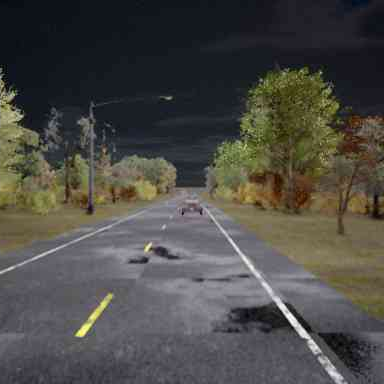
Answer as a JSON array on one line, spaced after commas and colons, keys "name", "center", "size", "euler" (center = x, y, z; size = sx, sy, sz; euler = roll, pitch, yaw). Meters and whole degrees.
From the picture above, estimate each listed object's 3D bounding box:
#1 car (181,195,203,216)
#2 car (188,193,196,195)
[{"name": "car", "center": [0.005, 1.241, 29.628], "size": [1.812, 1.442, 4.674], "euler": [0, 0, 0]}, {"name": "car", "center": [0.011, 0.985, 60.034], "size": [2.097, 1.767, 4.553], "euler": [0, 0, 0]}]
